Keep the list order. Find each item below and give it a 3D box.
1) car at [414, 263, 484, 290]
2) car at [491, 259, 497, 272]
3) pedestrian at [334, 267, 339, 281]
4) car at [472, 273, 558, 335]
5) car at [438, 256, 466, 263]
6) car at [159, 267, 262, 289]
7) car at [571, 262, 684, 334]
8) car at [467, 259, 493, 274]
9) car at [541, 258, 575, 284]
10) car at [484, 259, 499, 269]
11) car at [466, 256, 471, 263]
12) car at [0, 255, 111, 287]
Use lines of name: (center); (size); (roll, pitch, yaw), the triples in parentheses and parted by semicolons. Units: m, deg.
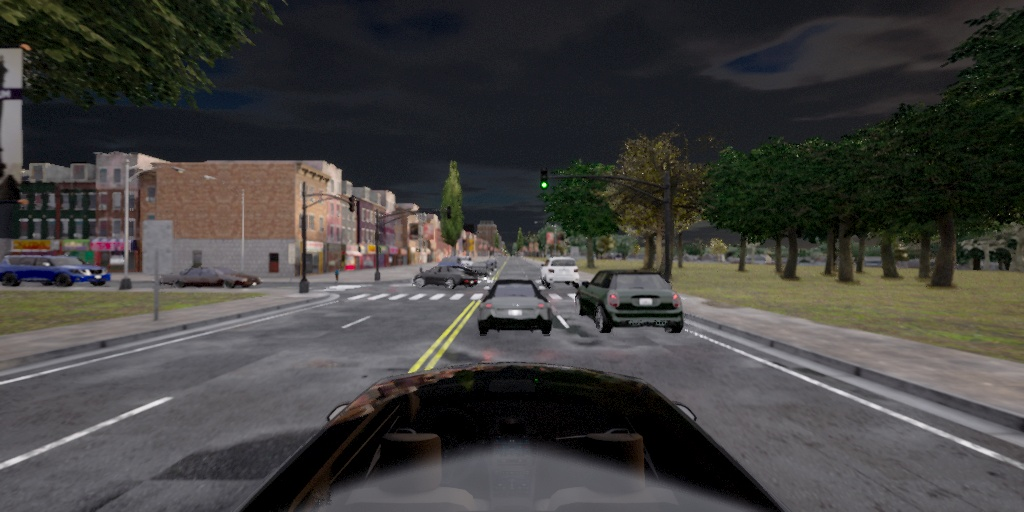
car: (-4.524, 1.413, 24.148); (4.892, 1.490, 1.837); (0, -3, 35)
car: (-3.413, 1.421, 48.307); (1.994, 1.385, 4.181); (0, 0, 0)
pedestrian: (-14.174, 1.484, 29.107); (0.500, 1.100, 0.500); (0, -1, 0)
car: (0.074, 1.389, 10.878); (1.994, 1.385, 4.181); (0, -1, 0)
car: (-6.660, 1.128, 38.894); (2.150, 2.045, 5.566); (0, 0, 0)
car: (-19.408, 1.403, 23.207); (5.357, 1.411, 2.033); (1, -1, -3)
car: (3.330, 1.178, 11.045); (2.097, 1.767, 4.553); (0, -1, 0)
car: (-3.408, 1.412, 38.365); (1.837, 1.490, 4.892); (0, 0, 0)
car: (3.308, 1.132, 25.479); (2.150, 2.045, 5.566); (0, 0, 0)
car: (-3.385, 1.273, 58.709); (2.128, 1.511, 4.902); (0, 0, 1)
car: (-6.666, 1.070, 49.547); (2.150, 2.045, 5.566); (0, 0, 0)
car: (-29.596, 0.984, 23.242); (5.566, 2.045, 2.150); (0, -1, 0)
